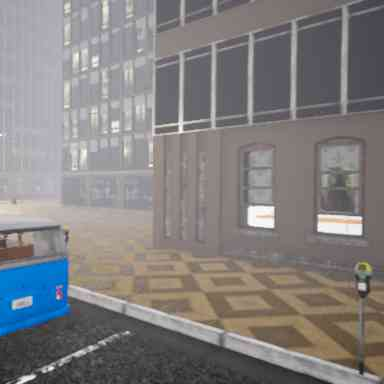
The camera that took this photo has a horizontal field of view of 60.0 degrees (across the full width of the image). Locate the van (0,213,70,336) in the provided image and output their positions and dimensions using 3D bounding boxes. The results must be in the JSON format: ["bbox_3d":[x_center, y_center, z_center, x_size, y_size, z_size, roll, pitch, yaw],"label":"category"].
[{"bbox_3d":[-3.789,1.226,5.570,3.998,1.788,1.690,1,1,35],"label":"van"}]
